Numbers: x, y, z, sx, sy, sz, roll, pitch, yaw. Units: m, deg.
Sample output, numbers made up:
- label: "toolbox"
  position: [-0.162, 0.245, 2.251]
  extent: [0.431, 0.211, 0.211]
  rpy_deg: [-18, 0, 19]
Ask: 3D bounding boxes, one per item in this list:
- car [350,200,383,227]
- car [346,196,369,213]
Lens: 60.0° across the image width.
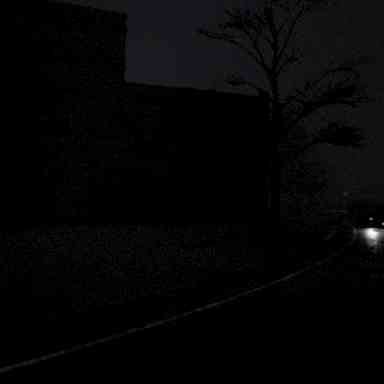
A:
- label: "car"
  position: [12.308, 1.519, 22.404]
  extent: [2.033, 1.411, 5.357]
  rpy_deg: [0, 0, 18]
- label: "car"
  position: [18.011, 1.507, 35.132]
  extent: [2.128, 1.511, 4.902]
  rpy_deg: [1, 0, 2]
